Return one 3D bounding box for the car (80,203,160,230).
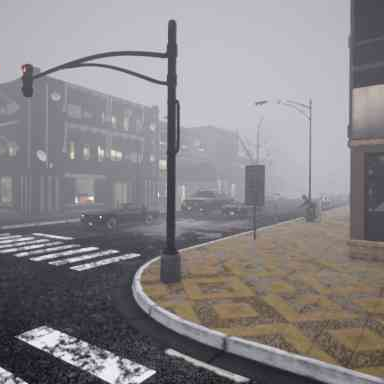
[{"bbox_3d":[-4.072,1.334,19.299,1.895,1.301,4.718,1,1,35],"label":"car"}]

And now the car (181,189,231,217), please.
[{"bbox_3d":[1.369,0.798,27.139,2.150,2.045,5.566,1,1,35],"label":"car"}]

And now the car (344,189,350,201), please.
[{"bbox_3d":[25.412,0.619,51.686,1.887,1.381,4.507,2,2,35],"label":"car"}]

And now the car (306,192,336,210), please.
[{"bbox_3d":[12.650,0.993,33.068,2.008,1.369,4.403,2,2,35],"label":"car"}]

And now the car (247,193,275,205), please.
[{"bbox_3d":[8.863,0.821,42.620,1.887,1.381,4.507,2,2,35],"label":"car"}]

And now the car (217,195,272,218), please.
[{"bbox_3d":[4.149,1.200,25.577,1.895,1.301,4.718,1,1,35],"label":"car"}]

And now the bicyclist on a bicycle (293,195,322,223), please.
[{"bbox_3d":[6.775,1.003,19.598,1.656,1.620,0.582,0,1,35],"label":"bicyclist on a bicycle"}]

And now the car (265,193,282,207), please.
[{"bbox_3d":[7.752,0.994,36.354,1.895,1.301,4.718,1,1,35],"label":"car"}]

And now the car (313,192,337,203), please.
[{"bbox_3d":[18.770,0.728,46.669,2.033,1.411,5.357,1,1,34],"label":"car"}]

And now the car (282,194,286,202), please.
[{"bbox_3d":[12.102,0.767,47.242,1.802,1.307,4.206,2,2,35],"label":"car"}]
